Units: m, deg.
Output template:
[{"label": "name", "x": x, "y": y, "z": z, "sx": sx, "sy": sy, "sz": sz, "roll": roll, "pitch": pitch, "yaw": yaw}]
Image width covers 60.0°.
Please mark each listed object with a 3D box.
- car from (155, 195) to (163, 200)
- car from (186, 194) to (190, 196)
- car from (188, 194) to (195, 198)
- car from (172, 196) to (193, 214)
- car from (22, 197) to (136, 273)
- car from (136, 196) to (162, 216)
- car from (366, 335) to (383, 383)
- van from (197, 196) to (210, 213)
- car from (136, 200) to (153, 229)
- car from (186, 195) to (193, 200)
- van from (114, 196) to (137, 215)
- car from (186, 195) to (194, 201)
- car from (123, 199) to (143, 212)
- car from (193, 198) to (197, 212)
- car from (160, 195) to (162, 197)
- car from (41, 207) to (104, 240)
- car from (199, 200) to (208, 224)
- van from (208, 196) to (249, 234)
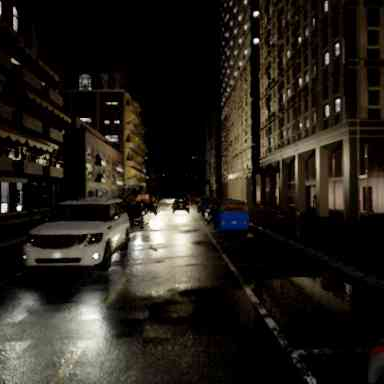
[{"label": "car", "x": -9.097, "y": 1.566, "z": 91.599, "sx": 1.887, "sy": 1.381, "sz": 4.507, "roll": -1, "pitch": 0, "yaw": -2}, {"label": "car", "x": -1.628, "y": 1.473, "z": 47.015, "sx": 1.837, "sy": 1.490, "sz": 4.892, "roll": -1, "pitch": 0, "yaw": -2}, {"label": "car", "x": -0.085, "y": 1.518, "z": 74.980, "sx": 1.802, "sy": 1.307, "sz": 4.206, "roll": -1, "pitch": 0, "yaw": -2}, {"label": "car", "x": -1.200, "y": 1.519, "z": 35.685, "sx": 2.033, "sy": 1.411, "sz": 5.357, "roll": -1, "pitch": 0, "yaw": -2}, {"label": "car", "x": -3.474, "y": 1.241, "z": 11.177, "sx": 2.150, "sy": 2.045, "sz": 5.566, "roll": -1, "pitch": 0, "yaw": -1}, {"label": "car", "x": -4.083, "y": 1.363, "z": 29.889, "sx": 1.994, "sy": 1.385, "sz": 4.181, "roll": -1, "pitch": 0, "yaw": -2}, {"label": "car", "x": 2.679, "y": 1.412, "z": 1.600, "sx": 1.967, "sy": 1.590, "sz": 4.097, "roll": 0, "pitch": 0, "yaw": -2}, {"label": "van", "x": 1.615, "y": 1.291, "z": 29.823, "sx": 1.690, "sy": 1.788, "sz": 3.998, "roll": 0, "pitch": 0, "yaw": -2}, {"label": "car", "x": -3.855, "y": 1.516, "z": 21.429, "sx": 1.837, "sy": 1.490, "sz": 4.892, "roll": -1, "pitch": 0, "yaw": -2}, {"label": "car", "x": -0.723, "y": 1.522, "z": 91.914, "sx": 1.802, "sy": 1.307, "sz": 4.206, "roll": -1, "pitch": 0, "yaw": -2}, {"label": "van", "x": -6.972, "y": 1.369, "z": 35.152, "sx": 1.690, "sy": 1.788, "sz": 3.998, "roll": 0, "pitch": 0, "yaw": -2}, {"label": "car", "x": -0.510, "y": 1.504, "z": 86.269, "sx": 1.947, "sy": 1.339, "sz": 4.313, "roll": -1, "pitch": 0, "yaw": -2}, {"label": "car", "x": -7.183, "y": 1.607, "z": 40.797, "sx": 1.802, "sy": 1.307, "sz": 4.206, "roll": 0, "pitch": 0, "yaw": -2}, {"label": "car", "x": 1.403, "y": 1.512, "z": 35.468, "sx": 1.947, "sy": 1.339, "sz": 4.313, "roll": 0, "pitch": 0, "yaw": -2}, {"label": "car", "x": -8.665, "y": 1.543, "z": 80.139, "sx": 1.752, "sy": 1.417, "sz": 4.829, "roll": -1, "pitch": 0, "yaw": -2}, {"label": "car", "x": -6.333, "y": 1.589, "z": 18.219, "sx": 2.008, "sy": 1.369, "sz": 4.403, "roll": 0, "pitch": 0, "yaw": -2}, {"label": "car", "x": 1.829, "y": 1.504, "z": 24.179, "sx": 2.008, "sy": 1.369, "sz": 4.403, "roll": 0, "pitch": 0, "yaw": -2}, {"label": "van", "x": 2.040, "y": 1.298, "z": 18.534, "sx": 1.690, "sy": 1.788, "sz": 3.998, "roll": 0, "pitch": 0, "yaw": -2}]
